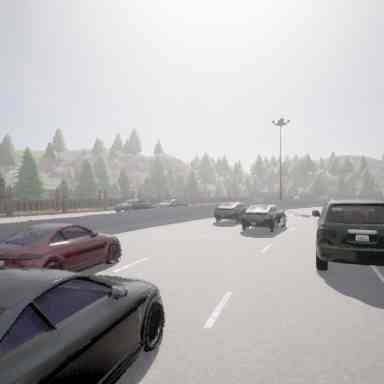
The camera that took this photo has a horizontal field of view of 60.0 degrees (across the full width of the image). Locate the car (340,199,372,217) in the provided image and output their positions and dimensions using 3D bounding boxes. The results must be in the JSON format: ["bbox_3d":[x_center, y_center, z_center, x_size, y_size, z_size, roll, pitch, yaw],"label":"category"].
[{"bbox_3d":[15.941,1.465,32.145,1.882,1.535,5.008,0,0,37],"label":"car"}]

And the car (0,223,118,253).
[{"bbox_3d":[-3.740,1.569,9.424,1.994,1.385,4.181,0,0,18],"label":"car"}]

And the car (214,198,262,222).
[{"bbox_3d":[3.378,1.508,25.632,2.128,1.511,4.902,0,0,29],"label":"car"}]

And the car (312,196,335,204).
[{"bbox_3d":[25.992,1.545,65.617,5.008,1.535,1.882,0,0,-35],"label":"car"}]

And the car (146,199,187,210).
[{"bbox_3d":[-2.389,1.551,36.695,2.128,1.511,4.902,0,0,33],"label":"car"}]

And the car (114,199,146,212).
[{"bbox_3d":[-6.446,1.573,36.825,1.837,1.490,4.892,0,0,32],"label":"car"}]

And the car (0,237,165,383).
[{"bbox_3d":[-1.799,1.563,3.789,1.994,1.385,4.181,0,0,15],"label":"car"}]

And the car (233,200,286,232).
[{"bbox_3d":[4.434,1.497,20.158,2.128,1.511,4.902,0,0,26],"label":"car"}]

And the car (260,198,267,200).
[{"bbox_3d":[9.346,1.582,46.357,1.812,1.442,4.674,-1,0,42],"label":"car"}]

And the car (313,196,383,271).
[{"bbox_3d":[5.138,1.223,10.669,2.150,2.045,5.566,0,0,21],"label":"car"}]

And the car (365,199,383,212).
[{"bbox_3d":[22.448,1.538,39.741,1.994,1.385,4.181,0,0,45],"label":"car"}]

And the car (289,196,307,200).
[{"bbox_3d":[21.111,1.633,66.469,4.902,1.511,2.128,0,0,-38],"label":"car"}]
